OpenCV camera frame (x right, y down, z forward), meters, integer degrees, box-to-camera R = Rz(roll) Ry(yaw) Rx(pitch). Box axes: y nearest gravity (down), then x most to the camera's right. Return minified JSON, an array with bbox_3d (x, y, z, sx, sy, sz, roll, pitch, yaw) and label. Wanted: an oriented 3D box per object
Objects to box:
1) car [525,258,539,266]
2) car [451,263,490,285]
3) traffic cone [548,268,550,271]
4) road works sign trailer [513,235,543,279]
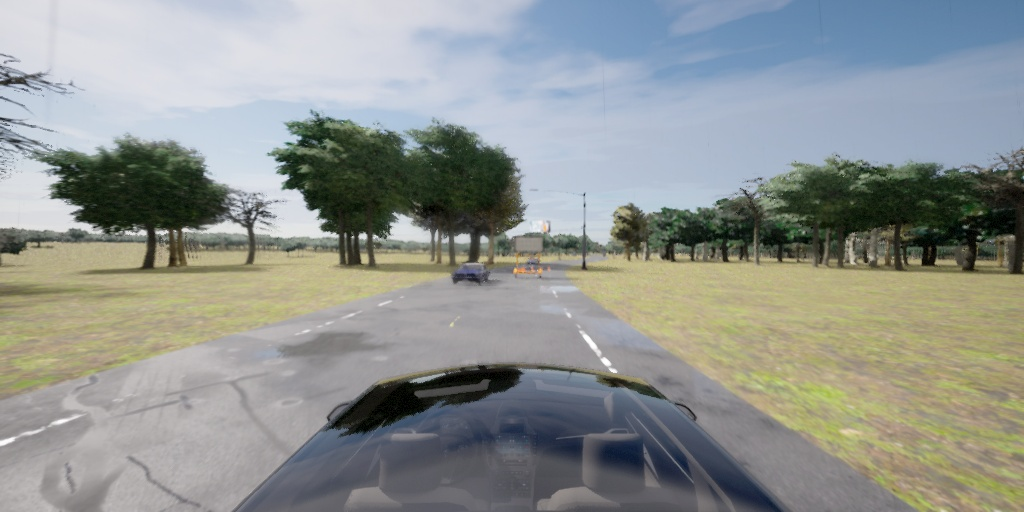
[{"bbox_3d":[3.766,1.003,65.020,2.033,1.411,5.357,1,0,13],"label":"car"},{"bbox_3d":[-2.698,1.184,24.260,1.895,1.301,4.718,1,0,5],"label":"car"},{"bbox_3d":[4.432,1.526,42.926,0.340,0.580,0.340,0,0,7],"label":"traffic cone"},{"bbox_3d":[1.380,0.059,30.209,2.380,3.560,2.880,0,0,6],"label":"road works sign trailer"}]
